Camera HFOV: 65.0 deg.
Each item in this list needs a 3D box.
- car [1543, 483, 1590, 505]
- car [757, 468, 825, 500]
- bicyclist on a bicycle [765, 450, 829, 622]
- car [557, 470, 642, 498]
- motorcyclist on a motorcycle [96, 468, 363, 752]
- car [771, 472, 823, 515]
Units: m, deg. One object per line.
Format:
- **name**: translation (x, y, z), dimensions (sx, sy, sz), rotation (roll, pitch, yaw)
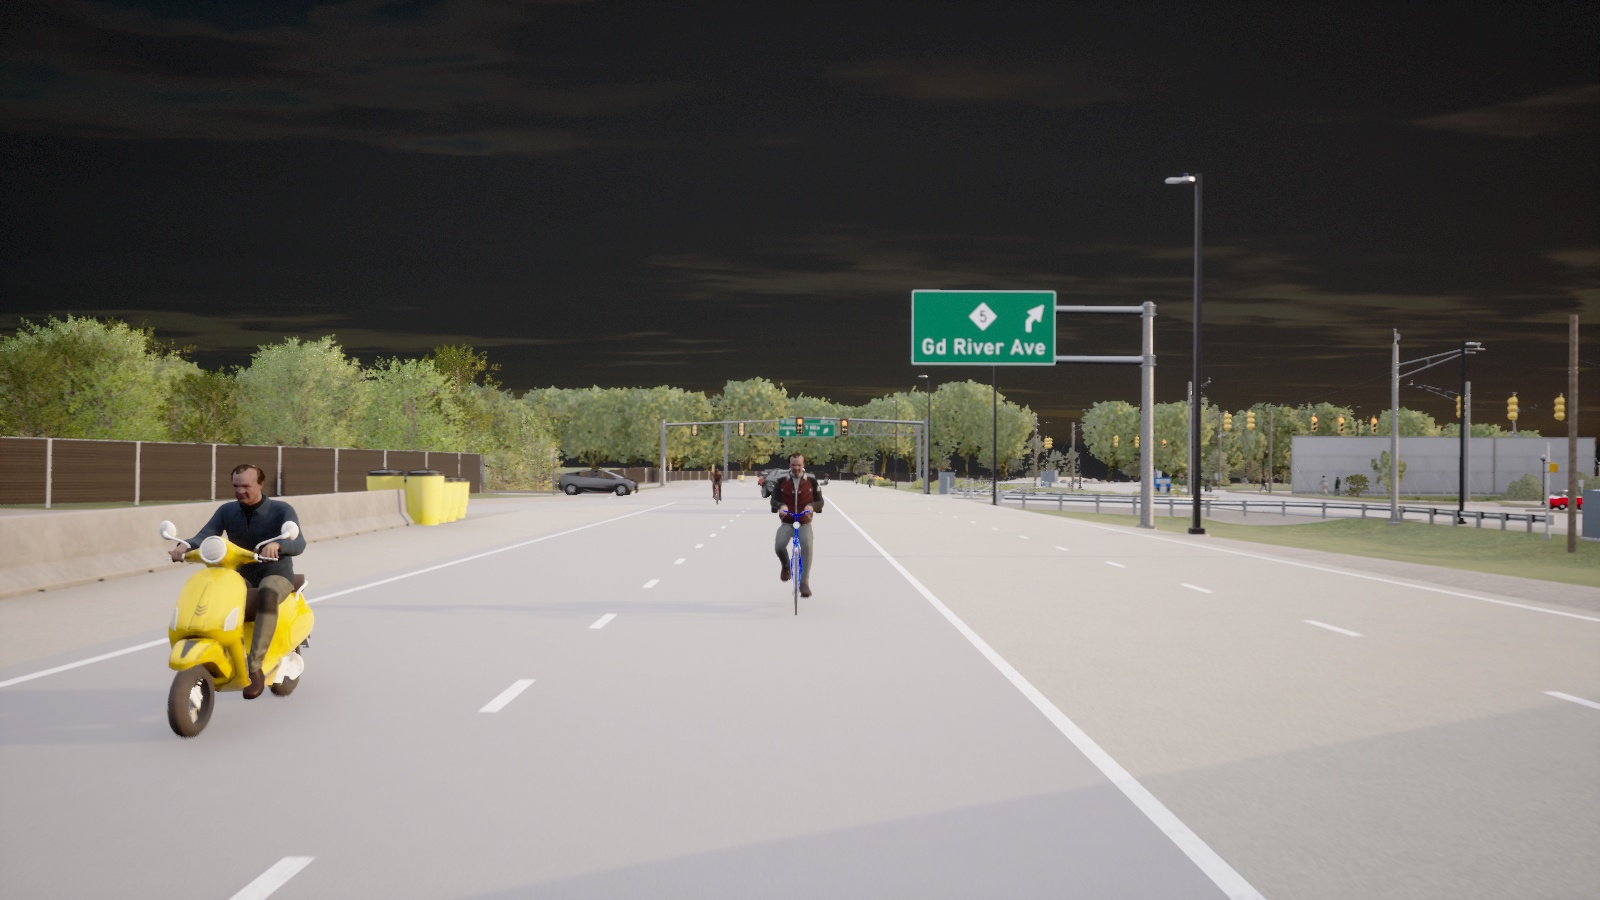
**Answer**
- **car**: translation (50.972, 2.917, 83.557), dimensions (2.207, 1.376, 1.481), rotation (0, -1, -1)
- **car**: translation (-0.533, 1.836, 68.320), dimensions (2.033, 1.649, 4.856), rotation (1, -1, -23)
- **bicyclist on a bicycle**: translation (-0.033, 0.912, 13.934), dimensions (0.659, 1.776, 1.843), rotation (0, -1, 0)
- **car**: translation (-11.343, 1.911, 71.357), dimensions (4.514, 1.525, 2.007), rotation (0, 0, 0)
- **motorcyclist on a motorcycle**: translation (-3.519, 0.912, 7.962), dimensions (0.866, 1.590, 1.817), rotation (0, -1, 0)
- **car**: translation (-0.109, 1.563, 46.658), dimensions (1.837, 1.490, 4.892), rotation (0, -1, 0)
